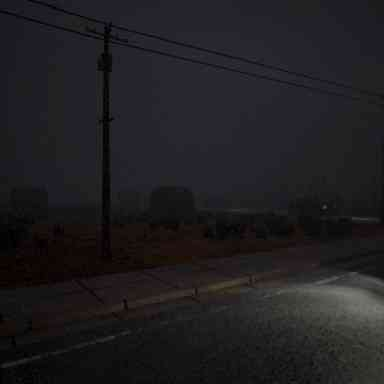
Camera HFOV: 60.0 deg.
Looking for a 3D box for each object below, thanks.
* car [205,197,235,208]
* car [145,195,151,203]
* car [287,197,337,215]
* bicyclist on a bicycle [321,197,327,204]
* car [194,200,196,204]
[{"bbox_3d":[3.516,1.469,43.059,1.837,1.490,4.892,0,0,-33],"label":"car"},{"bbox_3d":[-6.548,1.370,58.996,2.097,1.767,4.553,0,0,-33],"label":"car"},{"bbox_3d":[11.180,1.317,31.052,2.097,1.767,4.553,0,0,-33],"label":"car"},{"bbox_3d":[15.083,1.423,38.128,1.656,1.620,0.582,0,0,-33],"label":"bicyclist on a bicycle"},{"bbox_3d":[-1.307,1.566,57.388,1.895,1.301,4.718,0,0,-32],"label":"car"}]
